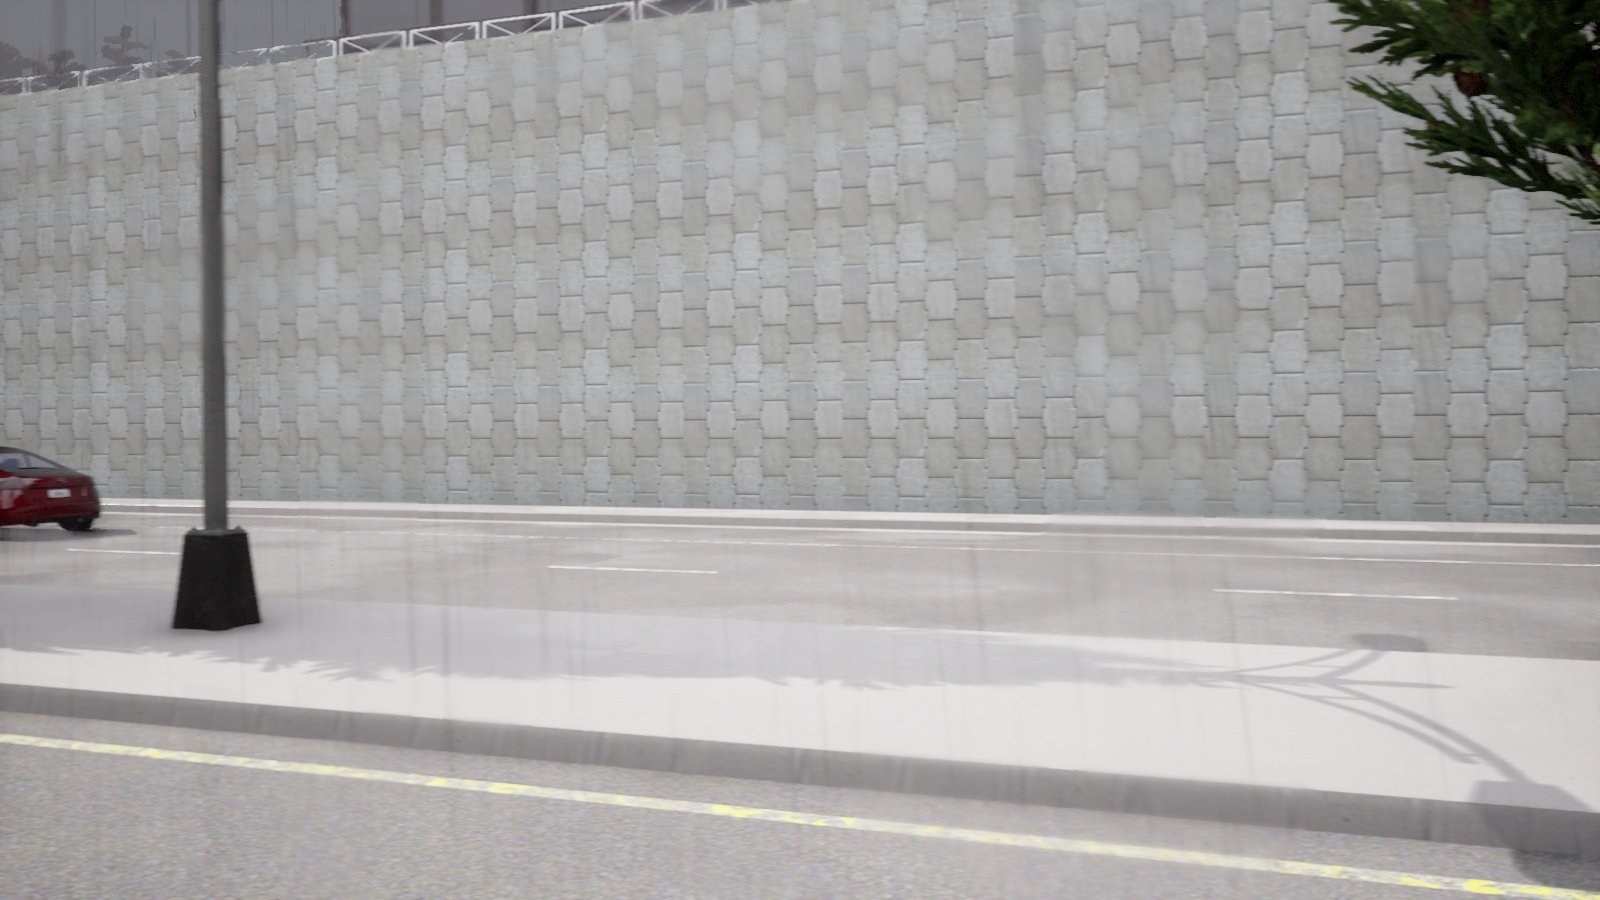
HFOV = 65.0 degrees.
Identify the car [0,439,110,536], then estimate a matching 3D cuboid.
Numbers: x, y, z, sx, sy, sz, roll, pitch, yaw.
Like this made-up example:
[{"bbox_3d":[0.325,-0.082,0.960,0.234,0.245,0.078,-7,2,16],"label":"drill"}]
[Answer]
[{"bbox_3d":[-13.340,0.523,19.815,4.181,1.385,1.994,1,1,19],"label":"car"}]
